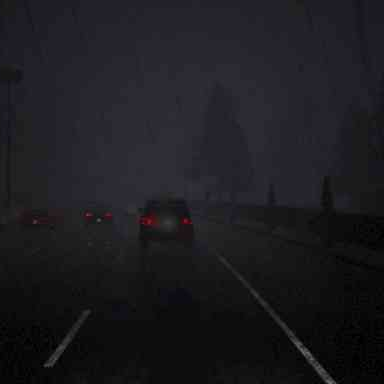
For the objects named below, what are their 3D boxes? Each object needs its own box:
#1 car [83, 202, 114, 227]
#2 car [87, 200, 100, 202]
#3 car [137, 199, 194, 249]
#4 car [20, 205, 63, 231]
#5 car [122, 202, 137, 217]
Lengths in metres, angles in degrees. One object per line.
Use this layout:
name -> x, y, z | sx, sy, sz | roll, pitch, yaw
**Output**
car -> -6.648, 1.675, 24.006 | 1.812, 1.442, 4.674 | 0, 0, -14
car -> -11.787, 1.738, 39.510 | 2.128, 1.511, 4.902 | 0, 0, -22
car -> -1.298, 1.312, 15.239 | 2.150, 2.045, 5.566 | 0, 0, -9
car -> -9.750, 1.619, 21.888 | 1.882, 1.535, 5.008 | 0, 0, -13
car -> -6.047, 1.733, 34.274 | 1.812, 1.442, 4.674 | 0, 0, -19
